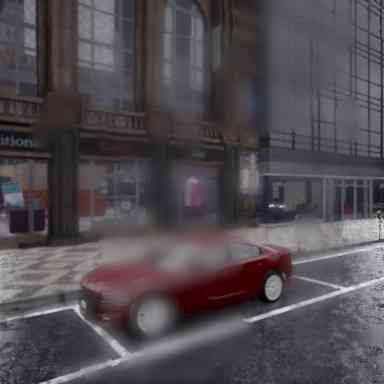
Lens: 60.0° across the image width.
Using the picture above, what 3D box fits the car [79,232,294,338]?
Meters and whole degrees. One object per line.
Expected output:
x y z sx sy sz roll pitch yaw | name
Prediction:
0.104 1.546 6.613 4.507 1.381 1.887 0 0 -36 | car
